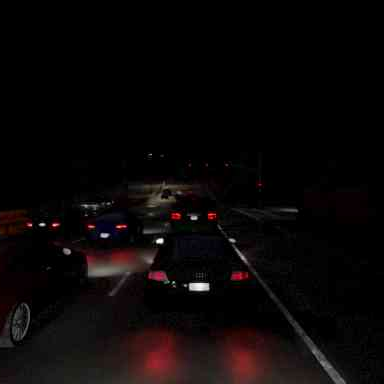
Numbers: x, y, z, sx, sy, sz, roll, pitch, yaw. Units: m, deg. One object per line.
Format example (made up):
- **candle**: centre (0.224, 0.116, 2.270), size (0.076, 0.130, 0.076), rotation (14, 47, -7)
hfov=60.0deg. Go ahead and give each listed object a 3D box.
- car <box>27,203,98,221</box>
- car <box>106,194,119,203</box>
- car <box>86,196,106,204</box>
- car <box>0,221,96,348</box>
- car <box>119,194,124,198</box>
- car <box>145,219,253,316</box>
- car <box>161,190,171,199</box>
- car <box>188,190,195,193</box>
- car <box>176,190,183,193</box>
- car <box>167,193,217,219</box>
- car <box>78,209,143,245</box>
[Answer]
- **car**: centre (-6.900, 1.547, 17.739), size (2.033, 1.411, 5.357), rotation (0, 0, -1)
- **car**: centre (-17.551, 1.538, 70.044), size (2.033, 1.411, 5.357), rotation (0, 0, 0)
- **car**: centre (-17.595, 1.503, 60.143), size (1.837, 1.490, 4.892), rotation (0, 0, 0)
- **car**: centre (-3.408, 1.526, 6.158), size (1.812, 1.442, 4.674), rotation (0, 0, 0)
- **car**: centre (-17.610, 1.331, 80.134), size (1.882, 1.535, 5.008), rotation (0, 1, 0)
- **car**: centre (0.102, 1.564, 7.601), size (1.994, 1.385, 4.181), rotation (0, 0, -1)
- **car**: centre (-7.152, 1.068, 87.080), size (1.812, 1.442, 4.674), rotation (0, 3, 0)
- **car**: centre (-0.154, 0.998, 87.510), size (1.882, 1.535, 5.008), rotation (0, 3, 0)
- **car**: centre (-3.652, 1.068, 87.102), size (1.812, 1.442, 4.674), rotation (0, 3, 0)
- **car**: centre (0.091, 1.221, 17.005), size (2.150, 2.045, 5.566), rotation (0, 0, 0)
- **car**: centre (-3.409, 1.525, 15.287), size (1.812, 1.442, 4.674), rotation (0, 0, 0)
